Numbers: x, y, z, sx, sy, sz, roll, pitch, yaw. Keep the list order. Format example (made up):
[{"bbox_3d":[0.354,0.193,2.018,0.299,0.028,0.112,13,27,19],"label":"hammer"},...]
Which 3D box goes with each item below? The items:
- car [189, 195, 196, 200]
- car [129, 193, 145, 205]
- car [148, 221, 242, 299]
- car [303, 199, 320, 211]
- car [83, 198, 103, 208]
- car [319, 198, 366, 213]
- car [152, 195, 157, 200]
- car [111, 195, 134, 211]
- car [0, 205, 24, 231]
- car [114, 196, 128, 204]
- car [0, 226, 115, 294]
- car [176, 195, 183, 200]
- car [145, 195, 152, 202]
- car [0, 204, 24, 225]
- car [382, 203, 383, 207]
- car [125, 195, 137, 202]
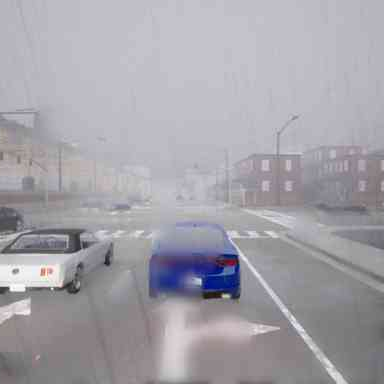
[{"bbox_3d":[0.102,1.540,93.311,2.033,1.411,5.357,0,0,0],"label":"car"},{"bbox_3d":[-10.503,1.222,60.668,2.150,2.045,5.566,0,0,0],"label":"car"},{"bbox_3d":[0.075,1.478,8.508,1.882,1.535,5.008,0,0,1],"label":"car"},{"bbox_3d":[15.755,1.491,39.486,4.902,1.511,2.128,0,0,0],"label":"car"},{"bbox_3d":[-14.045,1.525,47.438,1.812,1.442,4.674,0,0,0],"label":"car"},{"bbox_3d":[16.500,1.564,35.983,4.181,1.385,1.994,0,0,0],"label":"car"},{"bbox_3d":[-10.403,1.413,88.042,1.994,1.385,4.181,0,0,0],"label":"car"},{"bbox_3d":[-8.823,1.477,40.718,1.882,1.535,5.008,-1,0,-20],"label":"car"},{"bbox_3d":[-10.581,1.505,17.257,1.837,1.490,4.892,0,0,0],"label":"car"},{"bbox_3d":[-13.954,1.525,65.576,1.812,1.442,4.674,0,0,1],"label":"car"},{"bbox_3d":[-3.420,1.601,8.775,1.895,1.301,4.718,0,0,0],"label":"car"},{"bbox_3d":[-3.398,1.500,93.267,1.837,1.490,4.892,0,0,0],"label":"car"},{"bbox_3d":[-10.420,1.524,72.881,1.812,1.442,4.674,0,0,0],"label":"car"},{"bbox_3d":[-14.074,1.601,23.677,1.895,1.301,4.718,0,0,0],"label":"car"},{"bbox_3d":[25.746,1.221,39.474,5.566,2.045,2.150,0,0,0],"label":"car"},{"bbox_3d":[-13.916,1.500,76.134,1.837,1.490,4.892,0,0,0],"label":"car"}]
